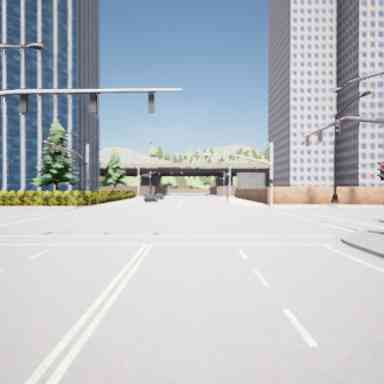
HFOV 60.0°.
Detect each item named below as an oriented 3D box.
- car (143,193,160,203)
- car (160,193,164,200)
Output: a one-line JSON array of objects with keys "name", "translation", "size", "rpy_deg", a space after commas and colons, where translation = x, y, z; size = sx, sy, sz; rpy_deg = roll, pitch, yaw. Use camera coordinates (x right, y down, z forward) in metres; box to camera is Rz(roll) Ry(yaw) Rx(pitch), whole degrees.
[{"name": "car", "translation": [-7.056, 1.097, 56.936], "size": [1.994, 1.385, 4.181], "rpy_deg": [0, 0, 0]}, {"name": "car", "translation": [-7.012, 0.944, 71.806], "size": [2.033, 1.411, 5.357], "rpy_deg": [0, 0, 0]}]
